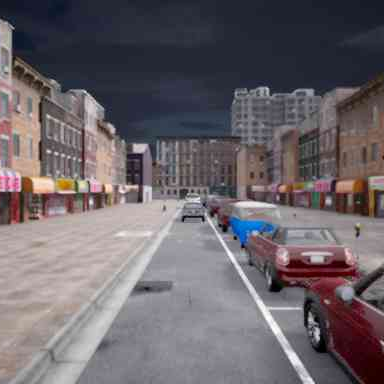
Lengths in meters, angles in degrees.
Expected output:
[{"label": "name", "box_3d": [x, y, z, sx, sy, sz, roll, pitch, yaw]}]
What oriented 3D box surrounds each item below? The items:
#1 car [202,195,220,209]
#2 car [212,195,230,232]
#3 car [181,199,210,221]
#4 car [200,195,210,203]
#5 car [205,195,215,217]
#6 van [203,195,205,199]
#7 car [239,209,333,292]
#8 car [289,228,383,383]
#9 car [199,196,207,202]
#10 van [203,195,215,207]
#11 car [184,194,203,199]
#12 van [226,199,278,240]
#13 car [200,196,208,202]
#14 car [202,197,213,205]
[{"label": "car", "box_3d": [2.629, 1.331, 47.272, 2.192, 1.841, 5.009, 0, 0, 0]}, {"label": "car", "box_3d": [2.630, 1.319, 19.893, 2.192, 1.841, 5.009, 0, 0, 0]}, {"label": "car", "box_3d": [0.098, 1.554, 27.319, 2.033, 1.411, 5.357, 0, 0, 0]}, {"label": "car", "box_3d": [2.626, 1.465, 69.174, 1.967, 1.590, 4.097, 0, 0, 0]}, {"label": "car", "box_3d": [2.630, 1.324, 30.846, 2.192, 1.841, 5.009, 0, 0, 0]}, {"label": "van", "box_3d": [2.629, 1.354, 41.796, 1.690, 1.788, 3.998, 0, 0, 0]}, {"label": "car", "box_3d": [2.634, 1.441, 8.944, 1.967, 1.590, 4.097, 0, 0, 0]}, {"label": "car", "box_3d": [2.634, 1.440, 3.469, 1.967, 1.590, 4.097, 0, 0, 0]}, {"label": "car", "box_3d": [2.625, 1.579, 80.126, 2.008, 1.369, 4.403, 0, 0, 0]}, {"label": "van", "box_3d": [2.628, 1.359, 52.748, 1.690, 1.788, 3.998, 0, 0, 0]}, {"label": "car", "box_3d": [0.090, 1.238, 46.206, 2.150, 2.045, 5.566, 0, 0, 0]}, {"label": "van", "box_3d": [2.633, 1.343, 14.420, 1.690, 1.788, 3.998, 0, 0, 0]}, {"label": "car", "box_3d": [2.626, 1.552, 74.820, 1.752, 1.417, 4.829, 0, 0, 0]}, {"label": "car", "box_3d": [2.628, 1.546, 58.393, 1.752, 1.417, 4.829, 0, 0, 0]}]
